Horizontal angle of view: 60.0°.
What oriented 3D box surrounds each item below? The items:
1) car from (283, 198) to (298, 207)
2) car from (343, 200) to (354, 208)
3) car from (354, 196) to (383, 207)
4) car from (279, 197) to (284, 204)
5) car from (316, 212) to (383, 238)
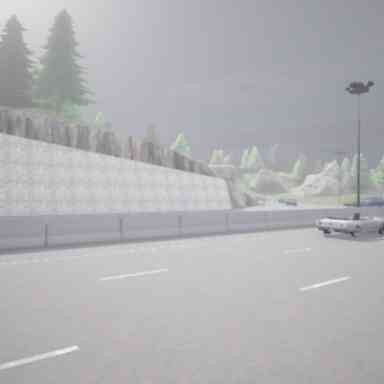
[{"bbox_3d":[19.401,1.975,64.318,1.882,1.535,5.008,1,0,22],"label":"car"},{"bbox_3d":[28.712,2.136,58.734,4.718,1.301,1.895,1,0,-35],"label":"car"},{"bbox_3d":[29.793,1.748,55.211,5.566,2.045,2.150,0,0,-35],"label":"car"},{"bbox_3d":[22.434,2.088,80.994,1.882,1.535,5.008,0,0,5],"label":"car"},{"bbox_3d":[9.221,1.773,18.918,4.718,1.301,1.895,1,0,-35],"label":"car"}]
